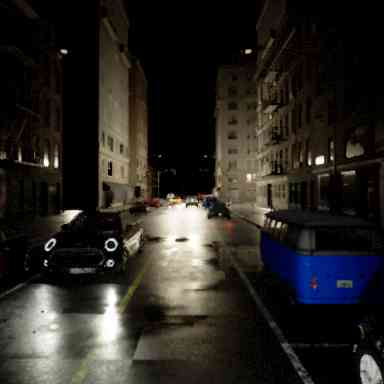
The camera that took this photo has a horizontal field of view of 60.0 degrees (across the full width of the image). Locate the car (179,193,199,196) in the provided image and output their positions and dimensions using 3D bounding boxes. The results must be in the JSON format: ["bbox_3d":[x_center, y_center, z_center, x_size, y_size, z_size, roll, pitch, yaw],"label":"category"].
[{"bbox_3d":[-0.022,1.523,63.182,2.128,1.511,4.902,0,0,43],"label":"car"}]

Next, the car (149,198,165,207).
[{"bbox_3d":[-5.403,1.597,51.663,1.947,1.339,4.313,0,0,0],"label":"car"}]

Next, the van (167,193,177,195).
[{"bbox_3d":[-5.432,1.385,83.627,1.690,1.788,3.998,0,0,0],"label":"van"}]

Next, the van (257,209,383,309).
[{"bbox_3d":[2.634,1.345,7.577,1.690,1.788,3.998,0,0,0],"label":"van"}]

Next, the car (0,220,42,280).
[{"bbox_3d":[-5.391,1.443,7.575,1.967,1.590,4.097,0,0,0],"label":"car"}]

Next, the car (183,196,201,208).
[{"bbox_3d":[0.006,1.631,49.123,1.895,1.301,4.718,0,0,0],"label":"car"}]

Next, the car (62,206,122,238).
[{"bbox_3d":[-5.394,1.561,18.597,2.008,1.369,4.403,0,0,0],"label":"car"}]

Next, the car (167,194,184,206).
[{"bbox_3d":[-2.768,1.514,55.777,1.882,1.535,5.008,0,0,0],"label":"car"}]

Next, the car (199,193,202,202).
[{"bbox_3d":[2.622,1.347,51.666,2.192,1.841,5.009,0,0,0],"label":"car"}]

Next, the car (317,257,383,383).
[{"bbox_3d":[2.636,1.551,2.067,2.008,1.369,4.403,0,0,0],"label":"car"}]

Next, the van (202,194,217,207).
[{"bbox_3d":[2.623,1.370,46.154,1.690,1.788,3.998,0,0,0],"label":"van"}]

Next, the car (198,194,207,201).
[{"bbox_3d":[2.679,1.361,89.037,2.192,1.841,5.009,0,0,0],"label":"car"}]

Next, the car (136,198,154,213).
[{"bbox_3d":[-5.399,1.604,35.130,1.802,1.307,4.206,0,0,0],"label":"car"}]

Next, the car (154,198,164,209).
[{"bbox_3d":[-5.402,1.573,46.152,1.887,1.381,4.507,0,0,0],"label":"car"}]

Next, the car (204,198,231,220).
[{"bbox_3d":[2.218,1.543,28.481,1.812,1.442,4.674,0,0,0],"label":"car"}]

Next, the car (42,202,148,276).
[{"bbox_3d":[-2.850,1.358,10.450,2.097,1.767,4.553,0,0,1],"label":"car"}]
